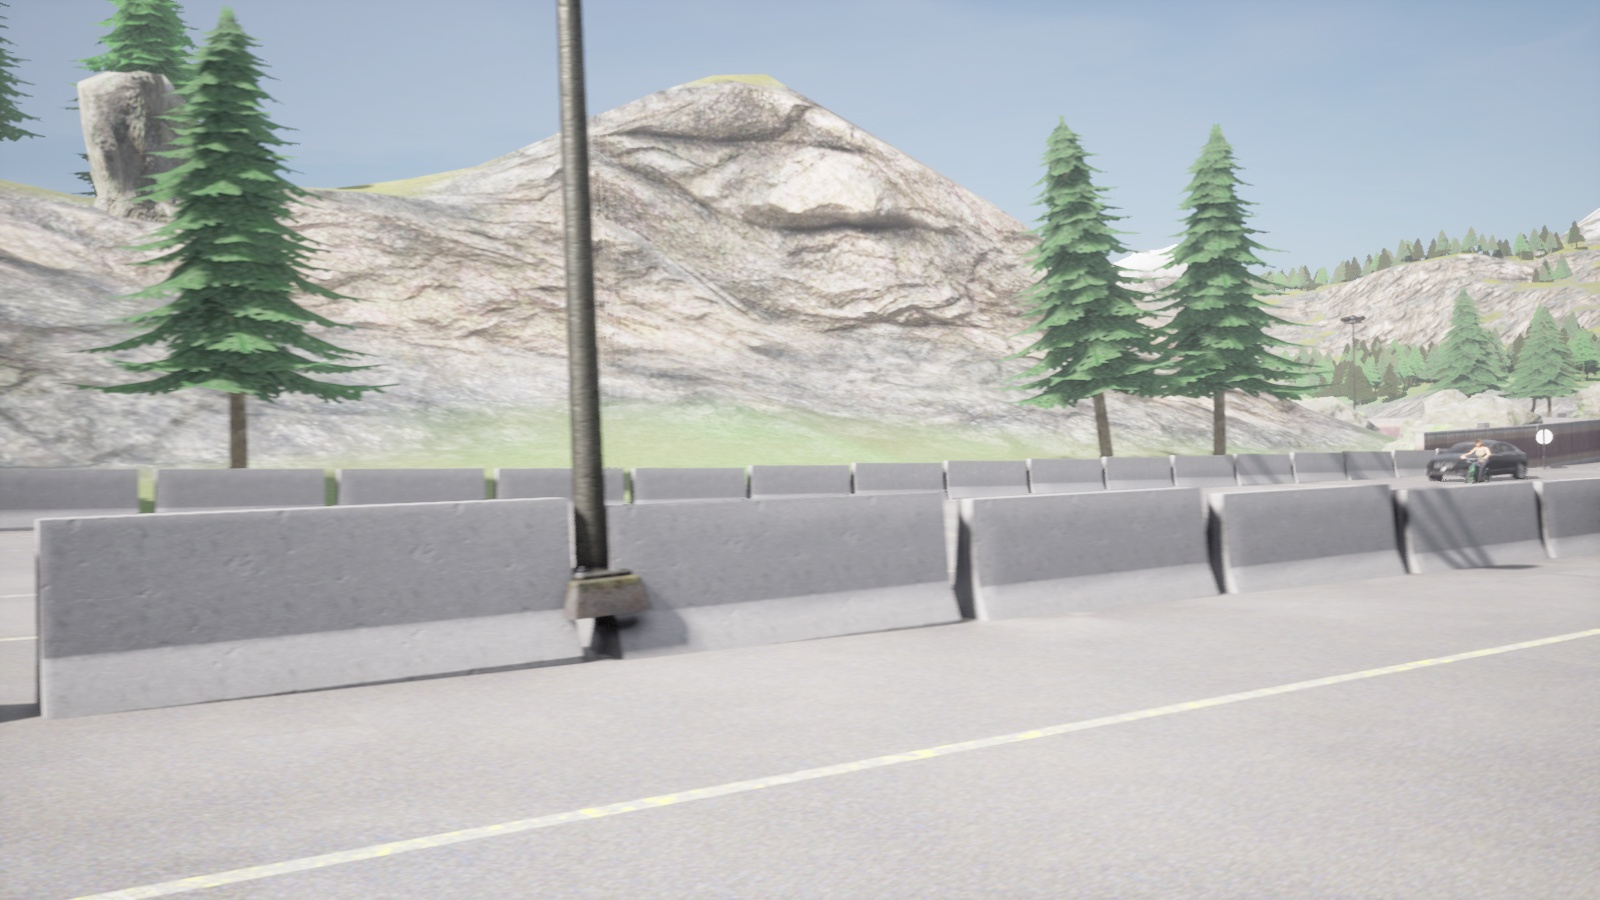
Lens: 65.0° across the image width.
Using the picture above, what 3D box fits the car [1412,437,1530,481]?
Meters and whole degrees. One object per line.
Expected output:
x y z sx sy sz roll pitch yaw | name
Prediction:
24.941 0.302 46.608 4.892 1.490 1.837 -1 1 -35 | car

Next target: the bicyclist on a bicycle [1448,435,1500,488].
21.406 0.359 39.887 1.509 1.612 0.866 -1 1 -35 | bicyclist on a bicycle
